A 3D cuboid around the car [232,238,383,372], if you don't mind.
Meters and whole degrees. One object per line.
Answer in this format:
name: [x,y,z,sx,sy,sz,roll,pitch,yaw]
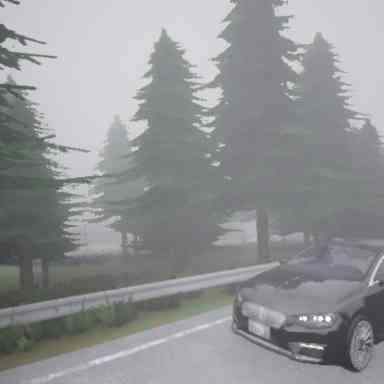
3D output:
car: [2.850,1.624,5.937,4.902,1.511,2.128,2,-2,-37]
